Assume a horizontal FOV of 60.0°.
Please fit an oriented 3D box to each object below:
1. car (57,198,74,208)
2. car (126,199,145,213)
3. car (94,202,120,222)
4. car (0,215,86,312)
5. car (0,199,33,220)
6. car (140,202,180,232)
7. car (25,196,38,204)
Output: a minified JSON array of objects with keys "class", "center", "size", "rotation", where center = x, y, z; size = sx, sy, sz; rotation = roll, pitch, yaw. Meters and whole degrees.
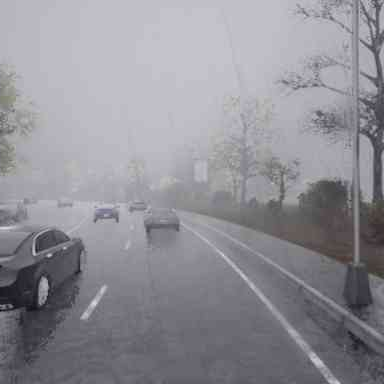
[{"class":"car","center":[-18.527,1.565,48.725],"size":[1.812,1.442,4.674],"rotation":[0,0,-26]},{"class":"car","center":[-6.233,1.515,37.336],"size":[2.128,1.511,4.902],"rotation":[0,0,-18]},{"class":"car","center":[-6.752,1.546,26.472],"size":[1.812,1.442,4.674],"rotation":[0,0,-13]},{"class":"car","center":[-3.838,1.518,7.673],"size":[1.837,1.490,4.892],"rotation":[0,0,-4]},{"class":"car","center":[-13.953,1.559,25.592],"size":[1.812,1.442,4.674],"rotation":[0,0,-14]},{"class":"car","center":[-1.936,1.573,20.380],"size":[1.994,1.385,4.181],"rotation":[0,0,-10]},{"class":"car","center":[-30.049,1.566,61.957],"size":[2.128,1.511,4.902],"rotation":[0,0,-33]}]
